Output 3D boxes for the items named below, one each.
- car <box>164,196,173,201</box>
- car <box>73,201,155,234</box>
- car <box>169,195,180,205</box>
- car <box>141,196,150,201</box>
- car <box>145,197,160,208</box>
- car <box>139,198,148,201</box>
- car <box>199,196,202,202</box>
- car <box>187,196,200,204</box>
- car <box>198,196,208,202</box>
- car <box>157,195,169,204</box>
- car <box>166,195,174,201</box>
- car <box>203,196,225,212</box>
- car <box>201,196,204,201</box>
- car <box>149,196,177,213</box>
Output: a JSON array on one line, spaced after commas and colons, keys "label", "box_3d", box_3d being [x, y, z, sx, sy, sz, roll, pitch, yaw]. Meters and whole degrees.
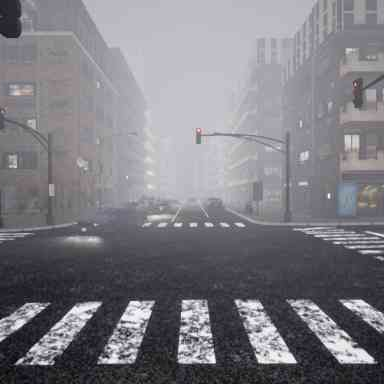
[{"label": "car", "box_3d": [-5.819, 1.589, 83.362, 2.008, 1.369, 4.403, 0, 0, 0]}, {"label": "car", "box_3d": [-4.641, 1.569, 20.073, 2.033, 1.411, 5.357, 0, 1, 24]}, {"label": "car", "box_3d": [-3.152, 1.620, 57.831, 1.895, 1.301, 4.718, 0, 0, 0]}, {"label": "car", "box_3d": [-5.748, 1.534, 37.734, 1.752, 1.417, 4.829, 0, 0, 0]}, {"label": "car", "box_3d": [-5.766, 1.539, 49.098, 1.752, 1.417, 4.829, 0, 0, 0]}, {"label": "car", "box_3d": [-5.739, 1.572, 32.221, 1.947, 1.339, 4.313, 0, 0, 0]}, {"label": "car", "box_3d": [2.606, 1.599, 54.966, 1.802, 1.307, 4.206, 0, 0, 0]}, {"label": "car", "box_3d": [0.000, 1.516, 66.199, 2.128, 1.511, 4.902, 0, 0, 0]}, {"label": "car", "box_3d": [2.570, 1.585, 77.695, 2.008, 1.369, 4.403, 0, 0, 0]}, {"label": "car", "box_3d": [-5.793, 1.465, 66.316, 1.967, 1.590, 4.097, 0, 0, 0]}, {"label": "car", "box_3d": [-5.828, 1.595, 89.045, 2.008, 1.369, 4.403, 0, 0, 0]}, {"label": "car", "box_3d": [2.632, 1.448, 37.919, 1.967, 1.590, 4.097, 0, 0, 0]}, {"label": "car", "box_3d": [2.623, 1.451, 43.601, 1.967, 1.590, 4.097, 0, 0, 0]}, {"label": "car", "box_3d": [-3.155, 1.500, 36.854, 2.128, 1.511, 4.902, 0, 0, 0]}]
